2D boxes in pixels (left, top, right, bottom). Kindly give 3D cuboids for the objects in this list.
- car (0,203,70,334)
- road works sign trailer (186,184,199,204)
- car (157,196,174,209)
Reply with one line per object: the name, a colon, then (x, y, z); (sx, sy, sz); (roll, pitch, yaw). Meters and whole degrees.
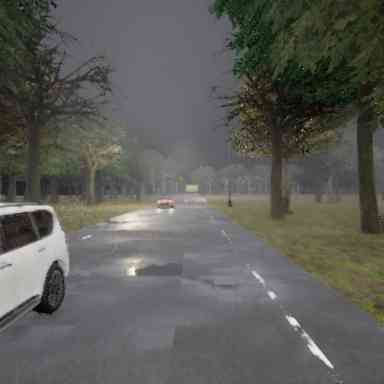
car: (-3.598, 1.223, 4.686); (2.150, 2.045, 5.566); (0, 0, 0)
road works sign trailer: (0.018, 0.364, 60.640); (2.380, 3.560, 2.880); (0, 0, 0)
car: (-3.569, 1.319, 45.373); (2.097, 1.767, 4.553); (0, 0, 0)
